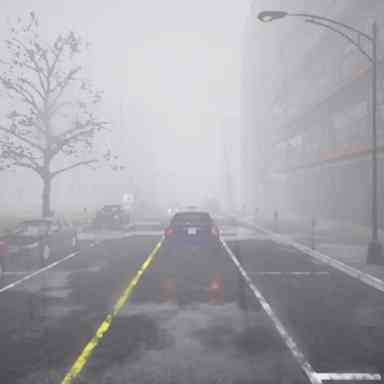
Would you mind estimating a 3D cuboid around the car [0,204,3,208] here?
[{"bbox_3d":[-38.402,2.749,61.868,4.507,1.381,1.887,-1,1,0],"label":"car"}]

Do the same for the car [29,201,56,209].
[{"bbox_3d":[-27.972,2.603,61.899,4.403,1.369,2.008,-1,1,0],"label":"car"}]

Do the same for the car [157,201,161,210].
[{"bbox_3d":[-5.697,2.102,51.190,1.802,1.307,4.206,0,-1,0],"label":"car"}]

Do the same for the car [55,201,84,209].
[{"bbox_3d":[-22.403,2.522,61.940,4.403,1.369,2.008,-1,1,0],"label":"car"}]

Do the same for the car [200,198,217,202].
[{"bbox_3d":[2.682,1.777,45.664,2.192,1.841,5.009,0,-1,0],"label":"car"}]

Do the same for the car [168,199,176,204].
[{"bbox_3d":[-5.698,2.554,94.640,1.947,1.339,4.313,0,-1,0],"label":"car"}]

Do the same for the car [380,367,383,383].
[{"bbox_3d":[2.683,1.455,1.445,1.967,1.590,4.097,0,-1,0],"label":"car"}]

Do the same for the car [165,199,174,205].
[{"bbox_3d":[-5.698,2.432,83.594,1.947,1.339,4.313,0,-1,0],"label":"car"}]

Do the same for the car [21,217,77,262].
[{"bbox_3d":[-5.696,1.675,12.499,2.008,1.369,4.403,0,-1,0],"label":"car"}]

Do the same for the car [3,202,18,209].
[{"bbox_3d":[-39.173,2.821,70.406,4.206,1.307,1.802,-1,1,0],"label":"car"}]

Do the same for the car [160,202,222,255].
[{"bbox_3d":[0.002,1.490,14.066,2.097,1.767,4.553,0,-1,0],"label":"car"}]

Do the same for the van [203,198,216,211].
[{"bbox_3d":[2.682,1.861,51.192,1.690,1.788,3.998,0,-1,0],"label":"van"}]

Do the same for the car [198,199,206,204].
[{"bbox_3d":[2.683,2.492,89.105,1.947,1.339,4.313,0,-1,0],"label":"car"}]

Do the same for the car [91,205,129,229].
[{"bbox_3d":[-5.697,1.674,23.555,1.967,1.590,4.097,0,-1,0],"label":"car"}]

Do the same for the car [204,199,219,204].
[{"bbox_3d":[2.684,1.949,40.134,1.887,1.381,4.507,0,-1,0],"label":"car"}]

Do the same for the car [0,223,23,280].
[{"bbox_3d":[-5.696,1.615,6.971,1.887,1.381,4.507,0,-1,0],"label":"car"}]

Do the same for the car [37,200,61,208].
[{"bbox_3d":[-30.273,2.550,70.520,4.097,1.590,1.967,-1,1,0],"label":"car"}]

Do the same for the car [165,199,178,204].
[{"bbox_3d":[-3.005,2.129,55.401,1.994,1.385,4.181,0,-1,0],"label":"car"}]

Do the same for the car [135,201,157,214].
[{"bbox_3d":[-5.698,1.844,40.136,1.967,1.590,4.097,0,-1,0],"label":"car"}]
